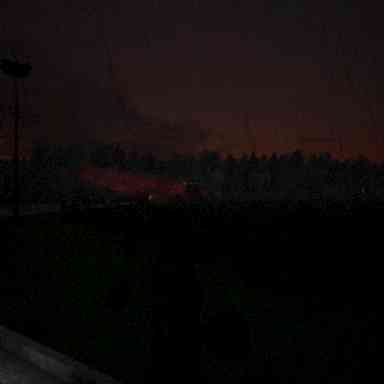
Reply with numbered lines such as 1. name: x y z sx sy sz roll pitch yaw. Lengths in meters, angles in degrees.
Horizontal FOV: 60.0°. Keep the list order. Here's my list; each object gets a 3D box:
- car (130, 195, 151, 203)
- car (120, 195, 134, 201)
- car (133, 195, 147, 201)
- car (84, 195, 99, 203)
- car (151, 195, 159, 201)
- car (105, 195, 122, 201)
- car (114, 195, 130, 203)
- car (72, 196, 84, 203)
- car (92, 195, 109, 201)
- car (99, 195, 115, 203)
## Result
1. car: -11.320 1.449 72.933 2.097 1.767 4.553 0 0 10
2. car: -16.457 1.465 83.910 1.837 1.490 4.892 0 0 10
3. car: -13.013 1.459 83.290 1.837 1.490 4.892 0 0 10
4. car: -21.673 1.675 74.685 1.994 1.385 4.181 0 0 10
5. car: -9.568 1.430 82.671 1.882 1.535 5.008 0 0 10
6. car: -19.902 1.512 84.530 2.033 1.411 5.357 0 0 10
7. car: -14.778 1.705 73.475 1.895 1.301 4.718 0 0 10
8. car: -25.191 1.653 74.894 2.128 1.511 4.902 0 0 10
9. car: -23.347 1.519 85.149 2.033 1.411 5.357 0 0 10
10. car: -18.209 1.463 74.172 2.097 1.767 4.553 0 0 10
